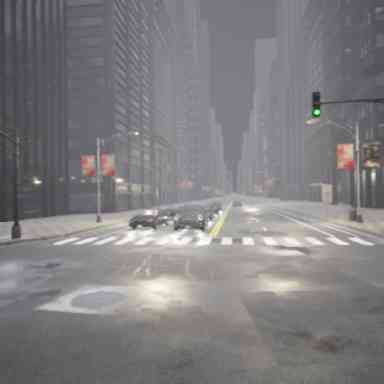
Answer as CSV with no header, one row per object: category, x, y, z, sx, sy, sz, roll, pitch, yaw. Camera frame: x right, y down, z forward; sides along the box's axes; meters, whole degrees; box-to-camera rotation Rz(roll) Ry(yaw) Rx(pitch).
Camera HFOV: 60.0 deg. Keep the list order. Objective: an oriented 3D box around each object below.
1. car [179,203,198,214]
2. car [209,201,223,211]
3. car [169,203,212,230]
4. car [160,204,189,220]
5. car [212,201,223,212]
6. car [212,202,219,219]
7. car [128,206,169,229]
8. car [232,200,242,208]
car,-0.458,2.238,45.157,1.895,1.301,4.718,-1,-1,7
car,3.867,2.176,52.974,1.837,1.490,4.892,-1,-1,8
car,0.005,1.687,23.482,2.097,1.767,4.553,-1,-1,7
car,-1.752,2.070,35.156,2.033,1.411,5.357,-1,-1,8
car,2.495,2.122,42.690,1.994,1.385,4.181,-1,-1,7
car,1.227,1.992,32.874,2.033,1.411,5.357,-1,-1,7
car,-3.028,1.952,25.139,2.033,1.411,5.357,-1,-1,11
car,8.851,2.287,64.944,2.033,1.411,5.357,-1,-1,7
